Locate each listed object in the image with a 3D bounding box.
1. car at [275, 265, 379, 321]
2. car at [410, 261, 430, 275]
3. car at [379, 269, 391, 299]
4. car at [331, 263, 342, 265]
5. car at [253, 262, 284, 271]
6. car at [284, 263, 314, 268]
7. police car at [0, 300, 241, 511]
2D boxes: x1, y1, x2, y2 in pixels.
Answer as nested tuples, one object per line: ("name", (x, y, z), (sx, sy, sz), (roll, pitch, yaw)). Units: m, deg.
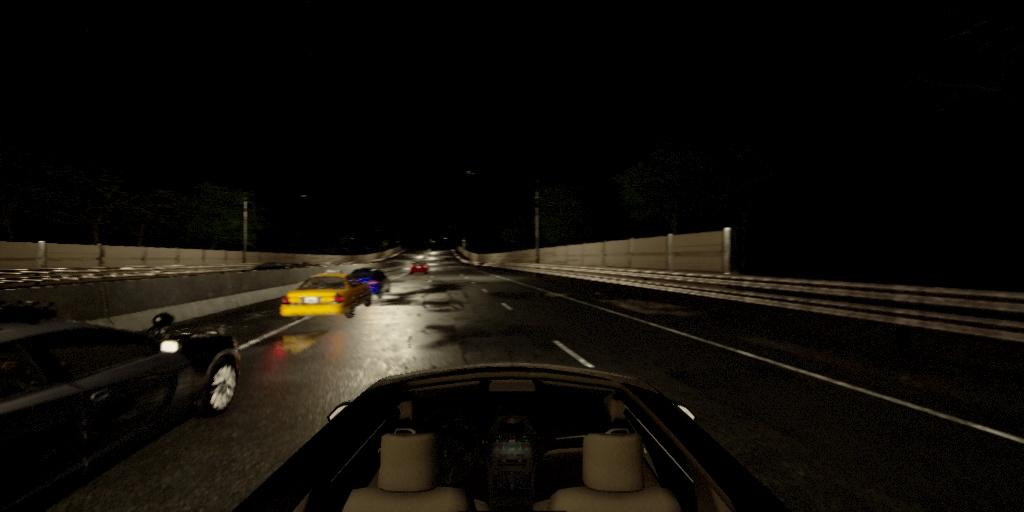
("car", (-6.260, 1.256, 12.792), (1.801, 1.575, 5.366), (0, 0, -11))
("car", (-11.728, 1.406, 45.538), (2.097, 1.767, 4.553), (0, -1, -11))
("car", (-7.410, 1.359, 18.494), (1.812, 1.442, 4.674), (0, 0, -11))
("car", (-22.745, 1.652, 46.560), (1.994, 1.385, 4.181), (0, -1, -11))
("car", (-29.261, 1.550, 43.385), (1.882, 1.535, 5.008), (0, 0, -11))
("car", (-25.880, 1.577, 44.330), (1.837, 1.490, 4.892), (0, 0, -11))
("police car", (-4.265, 1.184, 2.905), (1.930, 1.638, 5.238), (0, 0, -11))
